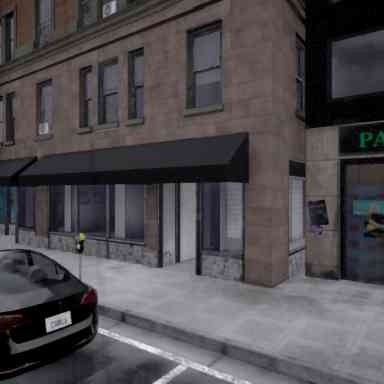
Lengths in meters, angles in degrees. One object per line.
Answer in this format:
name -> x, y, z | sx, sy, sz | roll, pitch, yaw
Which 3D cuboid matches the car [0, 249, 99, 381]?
car -> -3.266, 1.566, 5.138 | 4.313, 1.339, 1.947 | 0, 0, 36
